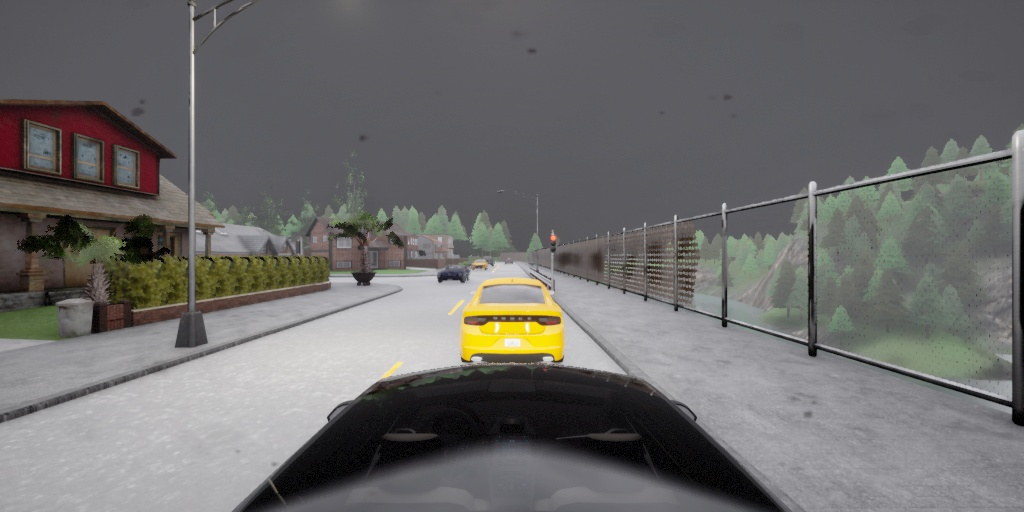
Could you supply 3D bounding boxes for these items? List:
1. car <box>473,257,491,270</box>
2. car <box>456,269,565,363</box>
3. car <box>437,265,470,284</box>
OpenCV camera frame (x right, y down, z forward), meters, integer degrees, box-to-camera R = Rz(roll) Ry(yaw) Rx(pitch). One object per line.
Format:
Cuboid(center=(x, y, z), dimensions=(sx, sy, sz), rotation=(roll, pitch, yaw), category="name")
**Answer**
Cuboid(center=(-4.523, 1.226, 51.442), dimensions=(1.882, 1.535, 5.008), rotation=(0, 0, 0), category="car")
Cuboid(center=(0.005, 1.227, 8.183), dimensions=(1.882, 1.535, 5.008), rotation=(0, 0, 0), category="car")
Cuboid(center=(-4.312, 1.350, 26.957), dimensions=(1.895, 1.301, 4.718), rotation=(0, 0, 0), category="car")
